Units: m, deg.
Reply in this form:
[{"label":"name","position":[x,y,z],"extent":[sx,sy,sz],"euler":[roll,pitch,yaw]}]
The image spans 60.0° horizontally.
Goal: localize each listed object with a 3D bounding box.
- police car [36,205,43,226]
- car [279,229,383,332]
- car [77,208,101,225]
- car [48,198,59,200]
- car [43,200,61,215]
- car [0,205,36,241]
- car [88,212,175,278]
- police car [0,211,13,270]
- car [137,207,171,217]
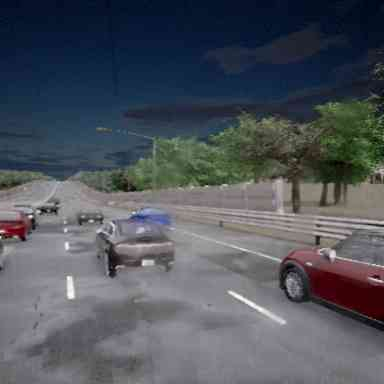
[{"label":"police car","position":[-11.788,1.702,23.191],"extent":[1.930,1.638,5.238],"euler":[1,-1,-21]},{"label":"car","position":[3.590,1.452,6.034],"extent":[2.097,1.767,4.553],"euler":[1,-1,-21]},{"label":"car","position":[-8.540,1.970,27.676],"extent":[1.895,1.301,4.718],"euler":[1,-1,-21]},{"label":"car","position":[-24.520,2.144,58.993],"extent":[2.150,2.045,5.566],"euler":[1,-1,-21]},{"label":"car","position":[-17.597,2.062,41.111],"extent":[1.882,1.535,5.008],"euler":[1,-1,-21]},{"label":"car","position":[-9.581,1.671,17.488],"extent":[1.882,1.535,5.008],"euler":[1,-1,-21]},{"label":"car","position":[-1.997,1.623,10.775],"extent":[2.128,1.511,4.902],"euler":[1,-1,-21]},{"label":"police car","position":[-6.007,1.499,8.258],"extent":[1.930,1.638,5.238],"euler":[1,-1,-21]},{"label":"car","position":[-2.911,1.789,22.832],"extent":[1.882,1.535,5.008],"euler":[1,-1,-21]}]
